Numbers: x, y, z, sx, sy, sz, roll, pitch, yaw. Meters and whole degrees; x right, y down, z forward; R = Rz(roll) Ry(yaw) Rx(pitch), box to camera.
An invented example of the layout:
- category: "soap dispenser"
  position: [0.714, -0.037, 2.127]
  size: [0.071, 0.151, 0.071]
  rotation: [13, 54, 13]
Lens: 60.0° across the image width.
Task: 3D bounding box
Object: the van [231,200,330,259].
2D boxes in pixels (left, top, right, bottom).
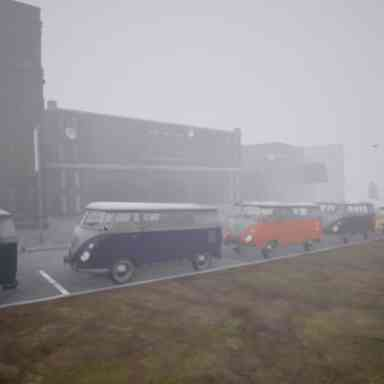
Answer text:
- category: "van"
  position: [3.159, 1.332, 12.869]
  size: [4.442, 1.987, 1.878]
  rotation: [2, 0, -38]

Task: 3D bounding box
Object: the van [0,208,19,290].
- category: "van"
  position: [-5.748, 1.240, 6.130]
  size: [4.442, 1.987, 1.878]
  rotation: [2, 0, -37]

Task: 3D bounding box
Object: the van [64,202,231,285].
- category: "van"
  position: [-1.244, 1.281, 9.423]
  size: [4.442, 1.987, 1.878]
  rotation: [2, 0, -38]

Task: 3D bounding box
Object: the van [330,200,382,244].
- category: "van"
  position: [7.444, 1.393, 16.467]
  size: [4.442, 1.987, 1.878]
  rotation: [2, 1, -44]

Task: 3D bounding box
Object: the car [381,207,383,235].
- category: "car"
  position: [11.517, 1.685, 20.184]
  size: [5.366, 1.575, 1.946]
  rotation: [2, 1, -42]
